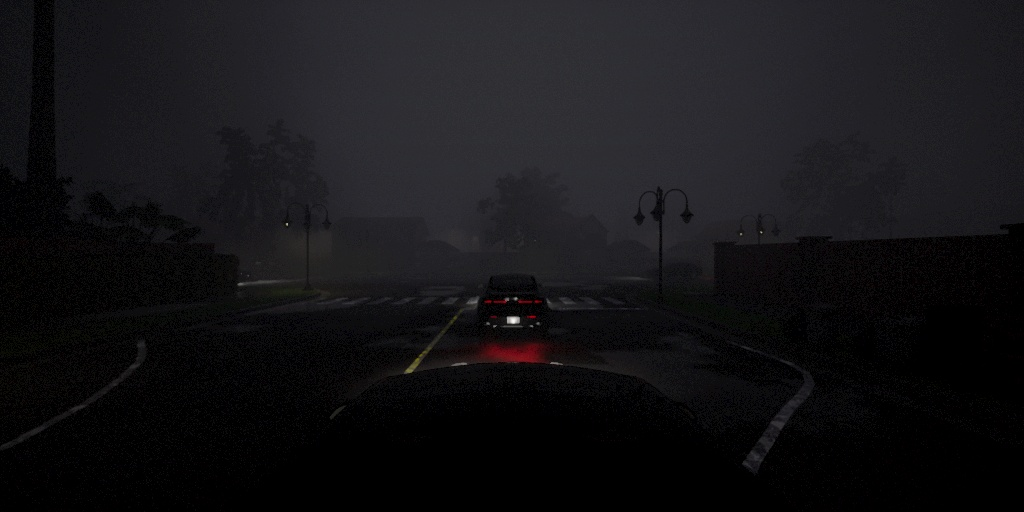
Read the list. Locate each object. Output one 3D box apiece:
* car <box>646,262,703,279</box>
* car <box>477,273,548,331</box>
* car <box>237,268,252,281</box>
[{"bbox_3d":[14.919,1.311,32.987,4.892,1.490,1.837,0,0,0],"label":"car"},{"bbox_3d":[-0.003,1.266,10.977,1.837,1.490,4.892,0,0,-1],"label":"car"},{"bbox_3d":[-23.634,1.331,28.794,4.892,1.490,1.837,0,0,-1],"label":"car"}]
